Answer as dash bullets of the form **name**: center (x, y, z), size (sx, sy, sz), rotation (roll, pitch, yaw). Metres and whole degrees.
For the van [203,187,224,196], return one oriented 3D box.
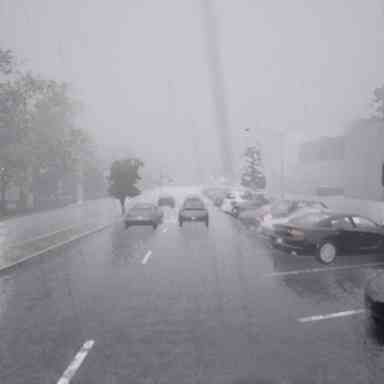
- **van**: center (4.968, -0.065, 77.161), size (4.442, 1.987, 1.878), rotation (0, 2, -20)

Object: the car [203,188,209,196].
- **car**: center (5.047, 0.601, 59.284), size (4.792, 1.488, 2.163), rotation (0, 2, -20)

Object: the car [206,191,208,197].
- **car**: center (5.047, 0.876, 47.281), size (4.792, 1.488, 2.163), rotation (0, 2, -20)

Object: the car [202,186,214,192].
- **car**: center (5.045, 0.309, 65.270), size (4.553, 1.767, 2.185), rotation (0, 1, -20)

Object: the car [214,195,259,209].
- **car**: center (5.076, 1.084, 38.287), size (4.674, 1.452, 2.002), rotation (0, 2, -20)

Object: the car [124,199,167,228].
- **car**: center (-2.899, 1.398, 20.675), size (1.994, 1.385, 4.181), rotation (0, 1, 0)

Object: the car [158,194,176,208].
- **car**: center (-2.899, 1.054, 38.565), size (1.837, 1.490, 4.892), rotation (0, 1, 0)

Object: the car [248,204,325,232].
- **car**: center (5.074, 1.421, 14.264), size (4.674, 1.452, 2.002), rotation (1, 1, -20)

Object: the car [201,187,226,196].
- **car**: center (5.102, -0.159, 80.203), size (5.566, 2.045, 2.435), rotation (0, 1, -20)

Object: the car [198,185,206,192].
- **car**: center (5.051, -0.021, 74.208), size (5.566, 2.045, 2.435), rotation (0, 2, -20)

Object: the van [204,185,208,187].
- **van**: center (5.184, 0.141, 68.302), size (4.442, 1.987, 1.878), rotation (0, 1, -20)

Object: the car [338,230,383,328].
- **car**: center (5.045, 1.474, 5.247), size (4.792, 1.488, 2.163), rotation (1, 1, -20)

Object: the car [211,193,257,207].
- **car**: center (5.244, 0.979, 41.359), size (5.366, 1.575, 1.946), rotation (0, 1, -20)

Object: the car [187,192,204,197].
- **car**: center (0.102, 1.055, 38.519), size (1.837, 1.490, 4.892), rotation (0, 1, 0)

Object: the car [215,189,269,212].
- **car**: center (5.100, 1.001, 26.283), size (5.566, 2.045, 2.435), rotation (0, 1, -20)

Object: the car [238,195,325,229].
- **car**: center (5.104, 1.230, 17.273), size (4.553, 1.767, 2.185), rotation (1, 1, -20)

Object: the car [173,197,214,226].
- **car**: center (0.101, 1.312, 21.896), size (2.128, 1.511, 4.902), rotation (0, 1, 0)

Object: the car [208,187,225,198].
- **car**: center (5.049, 0.855, 35.262), size (5.566, 2.045, 2.435), rotation (0, 2, -20)

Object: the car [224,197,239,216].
- **car**: center (5.097, 1.320, 23.288), size (4.792, 1.488, 2.163), rotation (1, 1, -20)

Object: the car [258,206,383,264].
- **car**: center (5.064, 1.404, 11.263), size (5.008, 1.535, 2.097), rotation (1, 0, -20)

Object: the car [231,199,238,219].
- **car**: center (5.074, 1.369, 20.263), size (4.674, 1.452, 2.002), rotation (1, 1, -20)

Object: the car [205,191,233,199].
- **car**: center (5.068, 0.543, 62.302), size (4.674, 1.452, 2.002), rotation (0, 1, -20)

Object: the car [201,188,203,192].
- **car**: center (5.067, 0.299, 71.246), size (4.892, 1.521, 2.231), rotation (0, 1, -20)

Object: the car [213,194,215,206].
- **car**: center (4.900, 1.203, 29.214), size (5.366, 1.575, 1.946), rotation (0, 1, -20)
